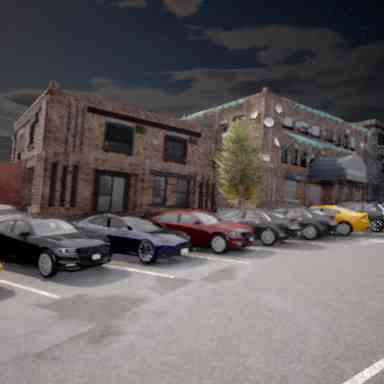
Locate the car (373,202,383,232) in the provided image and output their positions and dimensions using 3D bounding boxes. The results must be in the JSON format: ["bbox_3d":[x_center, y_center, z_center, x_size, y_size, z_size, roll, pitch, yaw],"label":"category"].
[{"bbox_3d":[9.661,1.411,20.564,4.553,1.767,2.185,-1,-1,34],"label":"car"}]

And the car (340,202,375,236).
[{"bbox_3d":[7.265,1.525,18.856,5.008,1.535,2.097,-1,-1,34],"label":"car"}]

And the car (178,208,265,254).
[{"bbox_3d":[0.136,1.498,13.689,5.008,1.535,2.097,-1,-1,34],"label":"car"}]

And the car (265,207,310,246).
[{"bbox_3d":[2.515,1.508,15.407,4.892,1.521,2.231,-1,-1,34],"label":"car"}]

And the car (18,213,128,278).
[{"bbox_3d":[-4.607,1.479,10.226,5.008,1.535,2.097,-1,-1,34],"label":"car"}]

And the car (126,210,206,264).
[{"bbox_3d":[-2.208,1.518,11.935,4.792,1.488,2.163,-1,-1,34],"label":"car"}]

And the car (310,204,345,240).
[{"bbox_3d":[4.889,1.517,17.129,4.892,1.521,2.231,-1,-1,34],"label":"car"}]

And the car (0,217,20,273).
[{"bbox_3d":[-6.817,1.465,8.382,5.366,1.575,1.946,-1,-1,34],"label":"car"}]
